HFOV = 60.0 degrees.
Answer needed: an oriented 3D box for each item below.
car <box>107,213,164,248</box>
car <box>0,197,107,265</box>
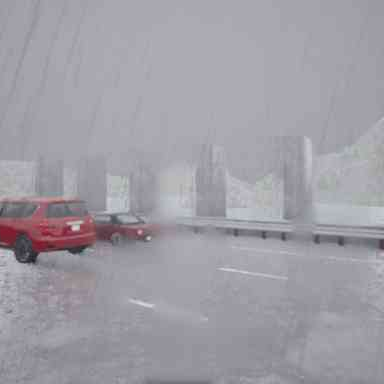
[{"bbox_3d":[-3.614,1.576,14.576,4.718,1.301,1.895,0,0,32],"label":"car"},{"bbox_3d":[-5.928,1.208,11.899,5.566,2.045,2.150,0,0,32],"label":"car"}]
